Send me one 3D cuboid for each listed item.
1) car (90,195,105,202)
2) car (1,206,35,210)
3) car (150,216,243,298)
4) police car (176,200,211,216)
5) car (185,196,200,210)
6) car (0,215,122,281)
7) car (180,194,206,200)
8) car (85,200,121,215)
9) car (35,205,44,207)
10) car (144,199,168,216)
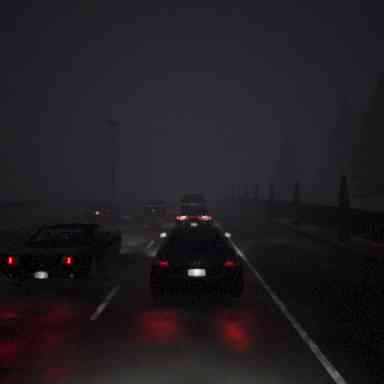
[{"bbox_3d":[-20.988,1.381,73.958,1.994,1.385,4.181,0,0,0],"label":"car"},{"bbox_3d":[-14.096,1.445,25.072,1.837,1.490,4.892,0,1,0],"label":"car"},{"bbox_3d":[0.095,1.544,8.537,1.994,1.385,4.181,0,0,0],"label":"car"},{"bbox_3d":[0.101,1.457,18.686,2.038,1.542,4.974,0,0,0],"label":"police car"},{"bbox_3d":[0.107,1.357,42.399,1.801,1.575,5.366,0,0,0],"label":"car"},{"bbox_3d":[-3.398,1.578,9.747,1.895,1.301,4.718,0,0,0],"label":"car"},{"bbox_3d":[0.105,1.154,29.771,2.150,2.045,5.566,0,0,0],"label":"car"},{"bbox_3d":[-6.895,1.503,26.239,1.994,1.385,4.181,0,0,0],"label":"car"},{"bbox_3d":[-17.591,1.466,35.400,2.033,1.411,5.357,0,0,0],"label":"car"},{"bbox_3d":[-3.394,1.417,31.859,2.128,1.511,4.902,0,0,0],"label":"car"}]
